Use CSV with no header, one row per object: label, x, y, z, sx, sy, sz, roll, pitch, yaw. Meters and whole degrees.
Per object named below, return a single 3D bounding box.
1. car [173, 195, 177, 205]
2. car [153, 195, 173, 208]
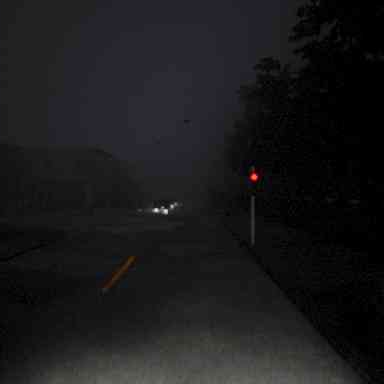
car,-3.868,1.339,54.675,1.837,1.490,4.892,0,0,0
car,-3.960,1.429,44.521,1.994,1.385,4.181,0,0,0
